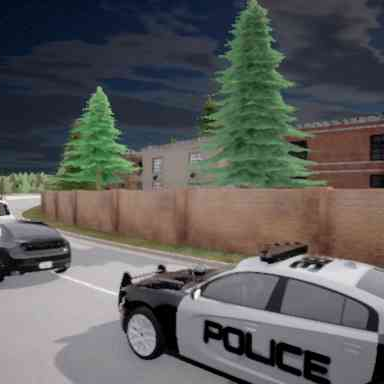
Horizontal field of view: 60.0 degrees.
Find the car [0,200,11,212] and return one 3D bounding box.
[{"bbox_3d":[-9.040,1.307,13.762,2.150,2.045,5.566,1,-1,-43],"label":"car"}]

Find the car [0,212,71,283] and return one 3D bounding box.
[{"bbox_3d":[-5.389,1.582,10.004,4.892,1.490,1.837,0,-1,44],"label":"car"}]

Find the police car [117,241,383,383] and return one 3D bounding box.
[{"bbox_3d":[1.055,1.504,4.354,5.238,1.638,1.930,0,-1,38],"label":"police car"}]
